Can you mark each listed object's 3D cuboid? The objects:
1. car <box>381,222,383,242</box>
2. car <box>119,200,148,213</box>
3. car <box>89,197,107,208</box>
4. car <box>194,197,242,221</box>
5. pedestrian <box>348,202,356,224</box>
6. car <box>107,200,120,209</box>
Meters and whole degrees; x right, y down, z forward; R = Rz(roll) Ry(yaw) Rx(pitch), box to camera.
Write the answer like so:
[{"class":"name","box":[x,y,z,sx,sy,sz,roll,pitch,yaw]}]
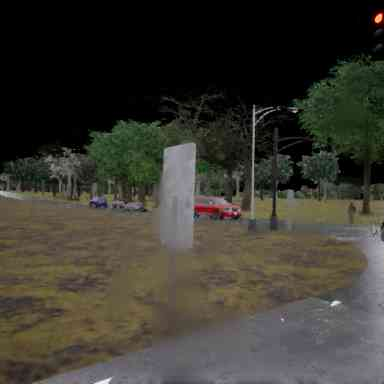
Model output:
[{"class":"car","box":[8.881,1.536,12.849,1.994,1.385,4.181,1,2,14]},{"class":"car","box":[-7.446,2.016,43.672,1.994,1.385,4.181,3,-2,-36]},{"class":"car","box":[-18.385,1.963,65.208,2.150,2.045,5.566,3,-2,-36]},{"class":"car","box":[2.067,1.508,30.460,2.150,2.045,5.566,3,-2,-36]},{"class":"pedestrian","box":[13.335,1.717,27.799,0.375,1.860,0.375,2,-1,-36]},{"class":"car","box":[-12.296,2.187,56.729,1.837,1.490,4.892,3,-2,-36]}]
